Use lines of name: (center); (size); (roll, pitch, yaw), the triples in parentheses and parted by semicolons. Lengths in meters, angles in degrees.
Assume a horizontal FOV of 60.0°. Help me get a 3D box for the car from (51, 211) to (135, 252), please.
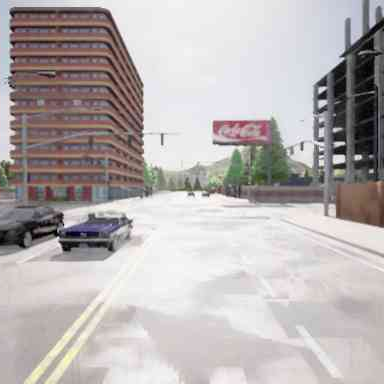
car: (-3.603, 1.461, 13.292); (1.895, 1.301, 4.718); (0, 1, 0)

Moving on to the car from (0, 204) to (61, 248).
car: (-7.100, 1.331, 14.160); (1.882, 1.535, 5.008); (0, 1, 0)

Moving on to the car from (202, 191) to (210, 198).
car: (3.295, 0.516, 79.884); (2.128, 1.511, 4.902); (0, 1, 0)

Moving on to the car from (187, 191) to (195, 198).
car: (-0.205, 0.519, 79.873); (1.812, 1.442, 4.674); (0, 1, 0)
